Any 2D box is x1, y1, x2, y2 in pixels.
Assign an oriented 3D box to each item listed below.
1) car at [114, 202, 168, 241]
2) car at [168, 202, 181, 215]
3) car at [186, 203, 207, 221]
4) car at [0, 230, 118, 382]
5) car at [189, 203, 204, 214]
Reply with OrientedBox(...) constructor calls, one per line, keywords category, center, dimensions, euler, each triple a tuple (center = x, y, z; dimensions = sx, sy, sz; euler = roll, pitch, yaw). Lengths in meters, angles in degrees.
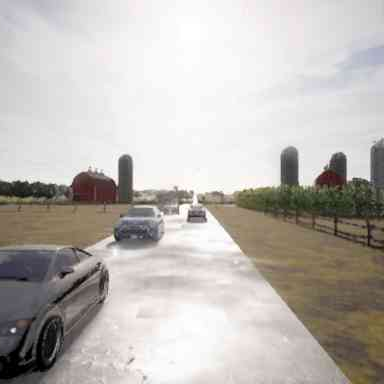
OrientedBox(category="car", center=(-2.656, 1.529, 17.669), dimensions=(2.097, 1.767, 4.553), euler=(0, -1, 1))
OrientedBox(category="car", center=(-2.411, 1.936, 40.095), dimensions=(2.128, 1.511, 4.902), euler=(0, -1, 1))
OrientedBox(category="car", center=(0.439, 1.874, 31.250), dimensions=(2.033, 1.411, 5.357), euler=(0, -1, 1))
OrientedBox(category="car", center=(-2.798, 1.620, 5.605), dimensions=(1.994, 1.385, 4.181), euler=(0, -1, 1))
OrientedBox(category="car", center=(0.573, 2.098, 43.388), dimensions=(1.895, 1.301, 4.718), euler=(0, -1, 1))
